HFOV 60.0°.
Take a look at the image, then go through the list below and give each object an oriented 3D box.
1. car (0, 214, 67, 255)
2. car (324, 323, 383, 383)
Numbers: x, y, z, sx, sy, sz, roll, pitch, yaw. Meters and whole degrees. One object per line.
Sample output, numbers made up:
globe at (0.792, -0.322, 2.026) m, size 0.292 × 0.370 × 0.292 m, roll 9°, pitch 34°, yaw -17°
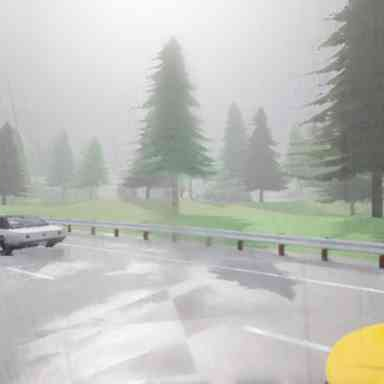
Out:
car at (-7.060, 1.499, 12.743) m, size 4.718 × 1.301 × 1.895 m, roll 0°, pitch 0°, yaw 32°
car at (3.271, 1.472, 1.578) m, size 5.008 × 1.535 × 1.882 m, roll 0°, pitch 0°, yaw 36°
